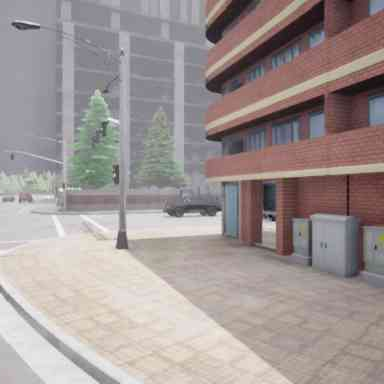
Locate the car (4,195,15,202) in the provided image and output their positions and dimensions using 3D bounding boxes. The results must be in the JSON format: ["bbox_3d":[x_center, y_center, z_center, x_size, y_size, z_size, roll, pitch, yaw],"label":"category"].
[{"bbox_3d":[-40.768,1.481,74.420,2.128,1.511,4.902,0,0,-23],"label":"car"}]

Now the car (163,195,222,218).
[{"bbox_3d":[0.092,1.265,31.261,5.566,2.045,2.150,0,0,-23],"label":"car"}]

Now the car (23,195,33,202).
[{"bbox_3d":[-38.935,1.479,79.037,1.812,1.442,4.674,0,0,-23],"label":"car"}]

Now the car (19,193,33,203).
[{"bbox_3d":[-34.775,1.186,69.302,2.150,2.045,5.566,0,0,-23],"label":"car"}]
